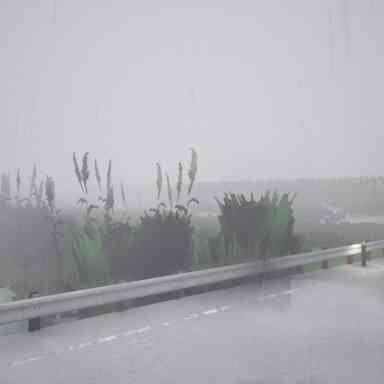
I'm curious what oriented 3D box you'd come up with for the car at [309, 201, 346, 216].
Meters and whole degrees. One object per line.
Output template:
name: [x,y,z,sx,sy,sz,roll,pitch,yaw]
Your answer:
car: [10.878,1.574,29.024,2.097,1.767,4.553,-1,1,-43]
